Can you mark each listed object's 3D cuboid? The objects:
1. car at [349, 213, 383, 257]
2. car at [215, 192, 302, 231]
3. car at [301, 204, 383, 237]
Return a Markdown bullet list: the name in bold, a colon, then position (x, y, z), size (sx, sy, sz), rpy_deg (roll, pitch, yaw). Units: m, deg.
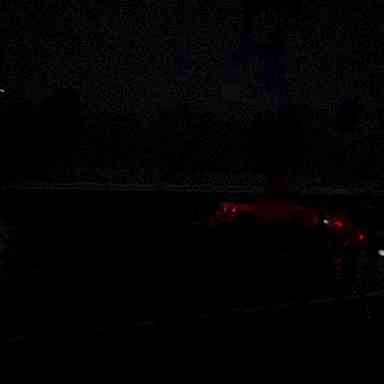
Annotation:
- **car**: position (7.459, 1.462, 10.191), size (4.718, 1.301, 1.895), rpy_deg (1, 3, -21)
- **car**: position (3.516, 0.825, 16.155), size (4.553, 1.767, 2.097), rpy_deg (1, 3, -21)
- **car**: position (7.592, 1.249, 13.978), size (5.357, 1.411, 2.033), rpy_deg (1, 3, -21)
